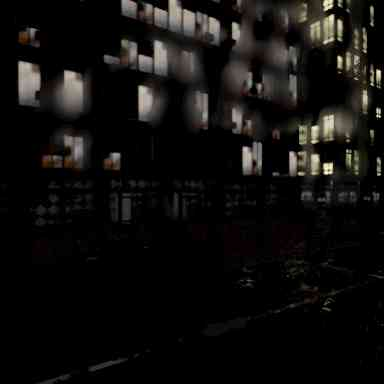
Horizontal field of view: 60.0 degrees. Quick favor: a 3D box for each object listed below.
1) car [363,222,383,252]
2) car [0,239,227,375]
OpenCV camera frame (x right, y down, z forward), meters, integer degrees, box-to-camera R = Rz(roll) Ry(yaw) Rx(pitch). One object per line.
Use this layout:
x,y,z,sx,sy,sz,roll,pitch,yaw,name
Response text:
7.967,1.494,12.138,4.206,1.307,1.802,0,1,-35,car
-1.344,1.548,5.591,4.313,1.339,1.947,0,1,-35,car
